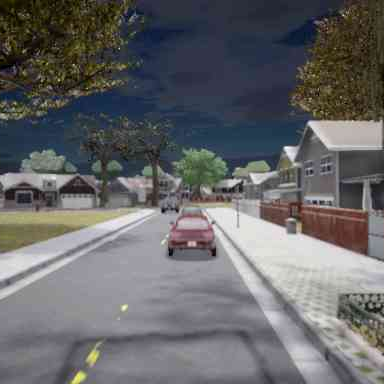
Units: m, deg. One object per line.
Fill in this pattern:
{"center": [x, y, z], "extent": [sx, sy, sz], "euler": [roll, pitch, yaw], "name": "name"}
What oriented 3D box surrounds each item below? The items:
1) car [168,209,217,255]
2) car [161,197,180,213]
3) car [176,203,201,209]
{"center": [0.025, 1.666, 13.914], "extent": [1.812, 1.442, 4.674], "euler": [0, 0, 1], "name": "car"}
{"center": [-2.761, 1.671, 43.327], "extent": [2.150, 2.045, 5.566], "euler": [0, -1, 0], "name": "car"}
{"center": [0.007, 1.828, 27.550], "extent": [2.033, 1.411, 5.357], "euler": [0, -1, 0], "name": "car"}
